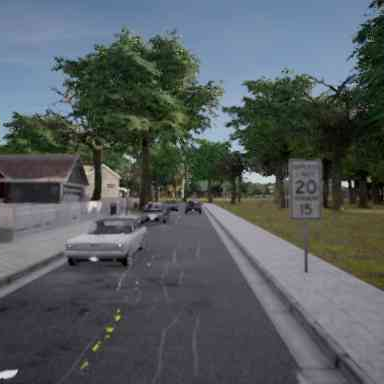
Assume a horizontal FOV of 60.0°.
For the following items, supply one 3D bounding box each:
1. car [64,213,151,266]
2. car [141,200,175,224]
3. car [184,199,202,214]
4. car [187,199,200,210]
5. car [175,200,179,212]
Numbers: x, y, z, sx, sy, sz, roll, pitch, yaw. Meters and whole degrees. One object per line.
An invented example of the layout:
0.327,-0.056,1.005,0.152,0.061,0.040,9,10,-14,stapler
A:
-2.809,1.640,11.784,1.895,1.301,4.718,0,0,0,car
-2.750,1.596,25.800,2.128,1.511,4.902,0,0,0,car
0.137,1.669,37.874,1.837,1.490,4.892,0,0,0,car
0.190,1.753,49.159,1.812,1.442,4.674,0,0,0,car
-2.597,1.741,42.284,2.033,1.411,5.357,0,0,0,car
